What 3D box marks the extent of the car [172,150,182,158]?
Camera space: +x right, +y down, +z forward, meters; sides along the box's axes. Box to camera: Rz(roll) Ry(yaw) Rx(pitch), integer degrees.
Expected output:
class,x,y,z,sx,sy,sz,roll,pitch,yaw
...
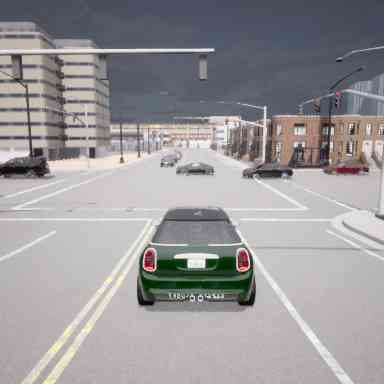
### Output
class,x,y,z,sx,sy,sz,roll,pitch,yaw
car,-3.396,-8.952,77.564,2.097,1.767,4.553,0,9,0

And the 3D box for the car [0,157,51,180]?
class,x,y,z,sx,sy,sz,roll,pitch,yaw
car,-16.778,-2.339,32.434,5.566,2.045,2.150,0,9,0

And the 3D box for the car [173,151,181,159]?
class,x,y,z,sx,sy,sz,roll,pitch,yaw
car,-3.502,-5.937,58.220,1.882,1.535,5.008,0,9,0

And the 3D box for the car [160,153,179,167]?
class,x,y,z,sx,sy,sz,roll,pitch,yaw
car,-3.547,-4.527,48.883,2.128,1.511,4.902,0,9,1

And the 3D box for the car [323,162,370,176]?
class,x,y,z,sx,sy,sz,roll,pitch,yaw
car,16.566,-2.540,35.790,4.674,1.442,1.812,0,9,0

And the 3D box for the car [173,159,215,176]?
class,x,y,z,sx,sy,sz,roll,pitch,yaw
car,0.376,-2.509,35.869,4.181,1.385,1.994,0,9,0

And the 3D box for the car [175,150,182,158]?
class,x,y,z,sx,sy,sz,roll,pitch,yaw
car,-3.421,-7.277,67.515,1.812,1.442,4.674,0,9,1

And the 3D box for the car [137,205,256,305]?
class,x,y,z,sx,sy,sz,roll,pitch,yaw
car,0.086,1.073,7.685,2.097,1.767,4.553,0,4,0

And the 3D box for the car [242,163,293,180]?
class,x,y,z,sx,sy,sz,roll,pitch,yaw
car,7.255,-1.995,32.020,4.892,1.490,1.837,-1,8,-7
